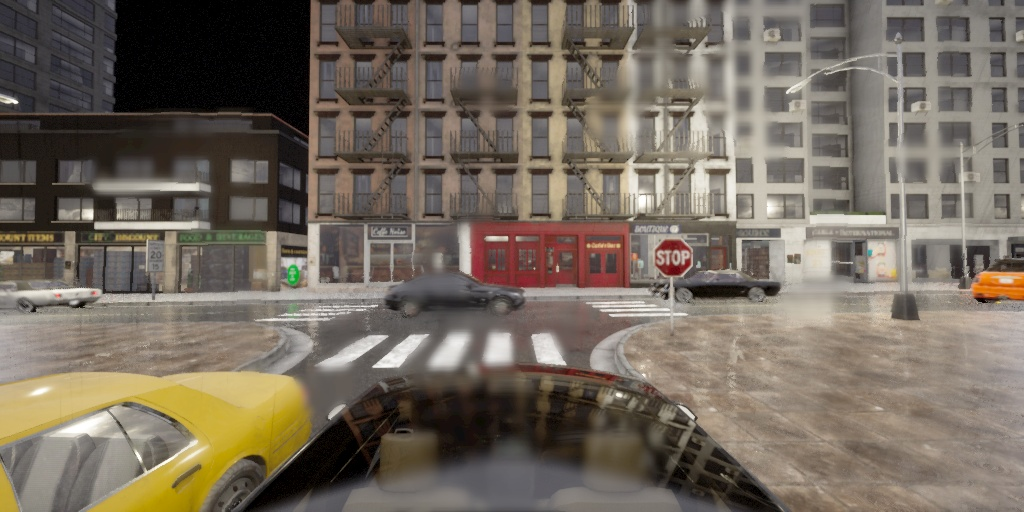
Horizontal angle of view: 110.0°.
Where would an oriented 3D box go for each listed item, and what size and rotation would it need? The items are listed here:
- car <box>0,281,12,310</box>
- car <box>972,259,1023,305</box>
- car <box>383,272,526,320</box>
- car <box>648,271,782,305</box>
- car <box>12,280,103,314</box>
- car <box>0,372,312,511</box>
[{"bbox_3d":[-20.874,1.572,11.963,5.357,1.411,2.033,-1,-1,0],"label":"car"},{"bbox_3d":[18.830,0.837,12.125,4.553,1.767,2.097,-1,-1,0],"label":"car"},{"bbox_3d":[-1.874,1.266,12.030,4.674,1.442,1.812,-1,-1,0],"label":"car"},{"bbox_3d":[8.292,1.274,15.010,4.718,1.301,1.895,-1,-1,0],"label":"car"},{"bbox_3d":[-20.382,1.682,14.913,4.718,1.301,1.895,-1,-1,0],"label":"car"},{"bbox_3d":[-2.636,1.275,1.175,1.751,1.417,4.829,0,0,0],"label":"car"}]
